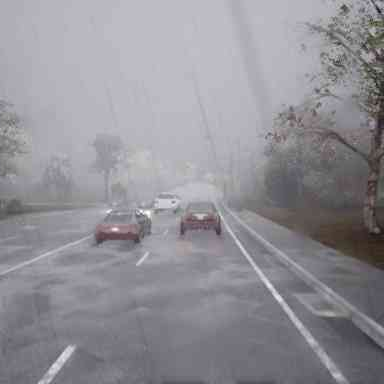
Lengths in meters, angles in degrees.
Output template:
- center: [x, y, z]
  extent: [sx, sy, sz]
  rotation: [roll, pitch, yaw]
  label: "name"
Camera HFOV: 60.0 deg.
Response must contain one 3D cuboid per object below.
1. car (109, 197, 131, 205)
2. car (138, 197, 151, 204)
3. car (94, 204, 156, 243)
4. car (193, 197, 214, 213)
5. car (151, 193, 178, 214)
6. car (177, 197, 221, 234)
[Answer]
- center: [-9.062, 1.334, 41.921]
  extent: [2.128, 1.511, 4.902]
  rotation: [0, 0, 3]
  label: "car"
- center: [-5.567, 1.338, 41.732]
  extent: [2.128, 1.511, 4.902]
  rotation: [0, 0, 3]
  label: "car"
- center: [-3.101, 1.491, 15.678]
  extent: [1.994, 1.385, 4.181]
  rotation: [0, 0, 2]
  label: "car"
- center: [1.237, 1.333, 35.699]
  extent: [2.128, 1.511, 4.902]
  rotation: [0, 0, 3]
  label: "car"
- center: [-2.380, 1.070, 33.504]
  extent: [2.150, 2.045, 5.566]
  rotation: [0, 0, 3]
  label: "car"
- center: [0.497, 1.271, 18.644]
  extent: [2.097, 1.767, 4.553]
  rotation: [0, 0, 2]
  label: "car"
